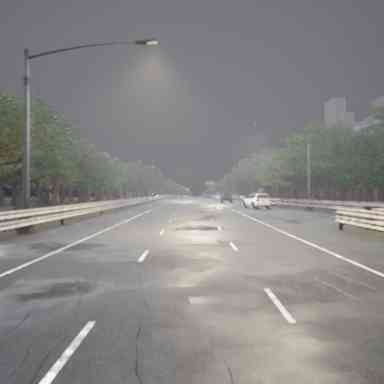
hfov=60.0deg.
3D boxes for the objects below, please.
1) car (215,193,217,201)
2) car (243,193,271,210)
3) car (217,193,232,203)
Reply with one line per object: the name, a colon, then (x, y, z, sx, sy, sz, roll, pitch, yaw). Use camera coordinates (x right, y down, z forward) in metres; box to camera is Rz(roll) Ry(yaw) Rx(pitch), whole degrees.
car: (7.098, 1.263, 86.010, 2.150, 2.045, 5.566, 0, 0, 0)
car: (8.587, 1.210, 44.342, 2.150, 2.045, 5.566, 0, 0, -10)
car: (7.057, 1.185, 68.908, 2.150, 2.045, 5.566, 0, 0, 0)
